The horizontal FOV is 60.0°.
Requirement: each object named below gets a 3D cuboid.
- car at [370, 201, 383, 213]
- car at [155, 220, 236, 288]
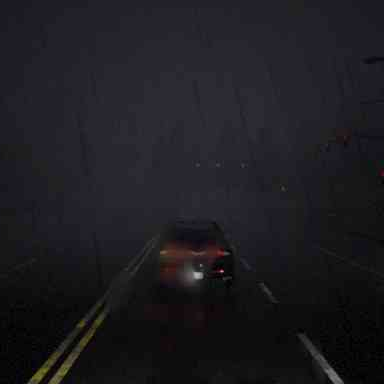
[{"bbox_3d":[22.330,1.323,35.851,5.566,2.045,2.150,0,0,0],"label":"car"},{"bbox_3d":[0.068,1.534,9.358,2.128,1.511,4.902,0,0,0],"label":"car"}]
